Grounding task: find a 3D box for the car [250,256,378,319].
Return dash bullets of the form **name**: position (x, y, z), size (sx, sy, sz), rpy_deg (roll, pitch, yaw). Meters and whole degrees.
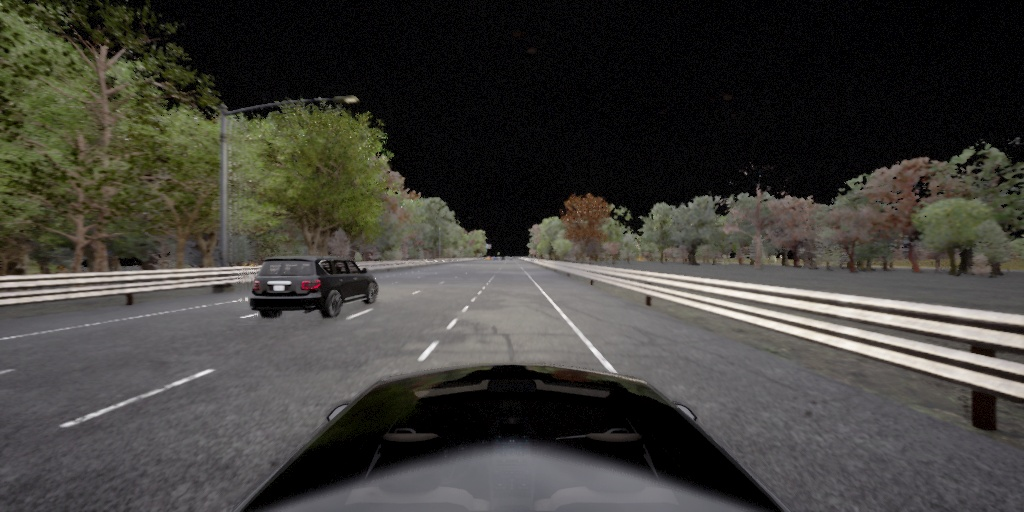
- **car**: position (-6.772, 1.025, 13.015), size (2.150, 2.045, 5.566), rpy_deg (0, 0, -1)
